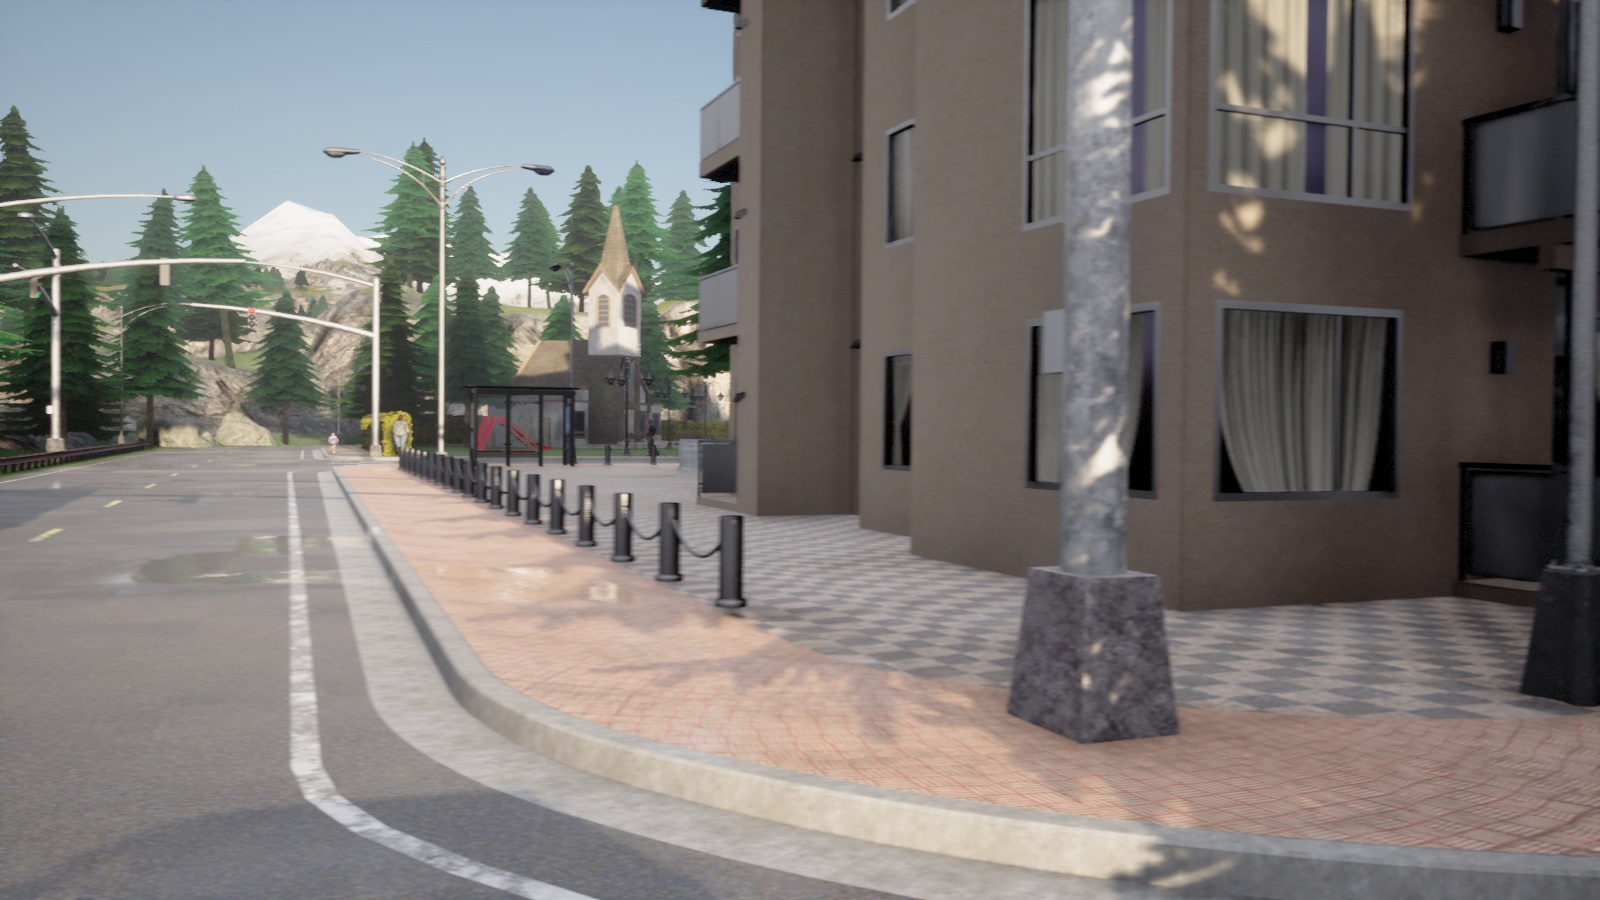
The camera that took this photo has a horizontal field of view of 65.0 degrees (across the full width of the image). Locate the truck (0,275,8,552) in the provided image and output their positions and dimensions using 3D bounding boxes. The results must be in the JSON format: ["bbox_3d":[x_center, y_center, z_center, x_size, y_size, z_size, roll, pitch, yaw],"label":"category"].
[{"bbox_3d":[-10.969,-0.449,13.183,2.891,3.827,8.468,-1,1,-22],"label":"truck"}]

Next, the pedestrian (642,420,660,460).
[{"bbox_3d":[-6.892,-0.461,58.221,0.720,1.854,0.376,-1,1,-23],"label":"pedestrian"}]

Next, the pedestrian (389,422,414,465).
[{"bbox_3d":[-17.376,-0.280,54.750,0.874,1.855,0.900,-1,1,-8],"label":"pedestrian"}]
